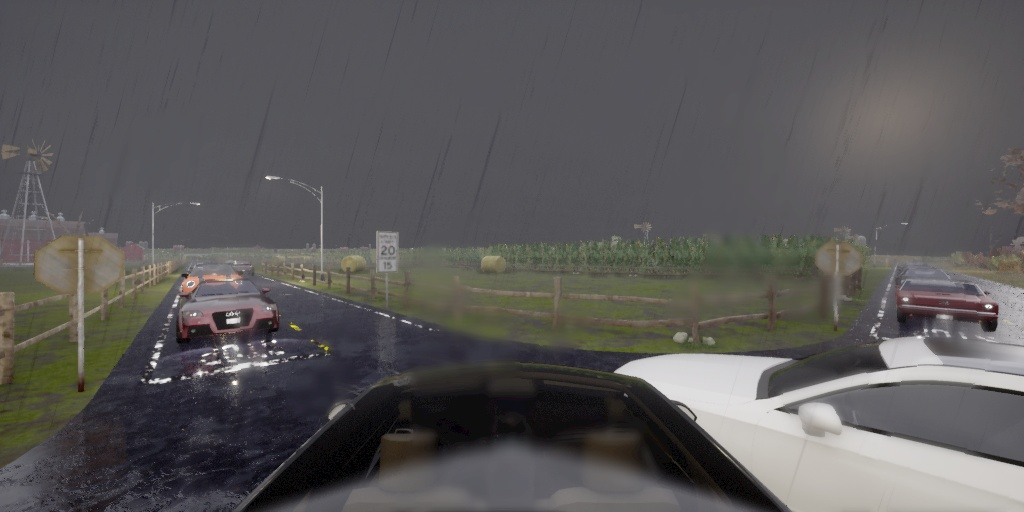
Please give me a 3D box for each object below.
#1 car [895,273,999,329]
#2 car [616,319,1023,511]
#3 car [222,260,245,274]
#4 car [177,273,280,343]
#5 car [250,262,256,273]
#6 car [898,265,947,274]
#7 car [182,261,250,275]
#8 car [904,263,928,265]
[{"bbox_3d":[13.548,1.393,11.365,4.718,1.301,1.895,0,1,-43],"label":"car"},{"bbox_3d":[2.844,1.293,2.333,1.812,1.442,4.674,0,1,-44],"label":"car"},{"bbox_3d":[-33.583,1.293,43.193,1.837,1.490,4.892,0,0,-41],"label":"car"},{"bbox_3d":[-7.914,1.353,9.950,1.994,1.385,4.181,0,0,-42],"label":"car"},{"bbox_3d":[-26.883,1.274,35.716,2.128,1.511,4.902,0,0,-41],"label":"car"},{"bbox_3d":[20.644,1.355,17.909,5.357,1.411,2.033,0,1,-43],"label":"car"},{"bbox_3d":[-13.672,1.136,16.449,2.097,1.767,4.553,0,0,-42],"label":"car"},{"bbox_3d":[27.416,1.391,24.144,4.181,1.385,1.994,0,1,-43],"label":"car"}]
